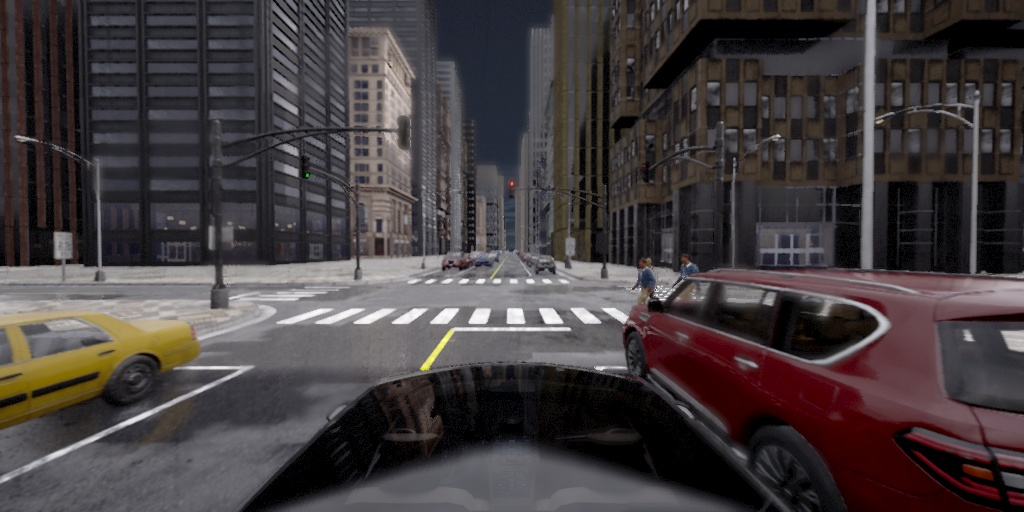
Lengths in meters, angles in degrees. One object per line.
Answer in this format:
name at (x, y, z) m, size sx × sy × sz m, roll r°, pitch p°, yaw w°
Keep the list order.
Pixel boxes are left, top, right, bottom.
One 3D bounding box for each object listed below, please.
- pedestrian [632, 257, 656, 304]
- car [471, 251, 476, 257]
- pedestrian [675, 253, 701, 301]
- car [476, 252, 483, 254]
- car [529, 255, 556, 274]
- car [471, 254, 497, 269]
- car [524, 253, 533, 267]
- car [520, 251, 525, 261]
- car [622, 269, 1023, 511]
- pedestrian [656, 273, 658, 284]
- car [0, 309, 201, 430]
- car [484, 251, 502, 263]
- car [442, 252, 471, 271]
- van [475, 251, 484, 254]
pedestrian at (3.665, 0.904, 9.971) m, size 0.375 × 1.860 × 0.375 m, roll 0°, pitch 1°, yaw 0°
car at (-5.761, 0.512, 41.983) m, size 1.967 × 1.591 × 4.097 m, roll 0°, pitch 0°, yaw 0°
pedestrian at (4.599, 0.759, 9.360) m, size 0.375 × 1.860 × 0.375 m, roll 0°, pitch 1°, yaw 0°
car at (-5.761, 0.467, 53.262) m, size 1.802 × 1.307 × 4.207 m, roll 0°, pitch 0°, yaw 0°
car at (2.764, 0.811, 30.712) m, size 2.007 × 1.370 × 4.403 m, roll 0°, pitch 0°, yaw 0°
car at (-3.089, 0.698, 40.453) m, size 1.895 × 1.301 × 4.718 m, roll 0°, pitch 1°, yaw 0°
car at (2.764, 0.622, 41.991) m, size 2.007 × 1.370 × 4.403 m, roll 0°, pitch 0°, yaw 0°
car at (2.765, 0.231, 58.910) m, size 1.967 × 1.591 × 4.097 m, roll 0°, pitch 0°, yaw 0°
car at (2.763, 1.030, 3.742) m, size 2.192 × 1.841 × 5.009 m, roll 0°, pitch 0°, yaw 0°
pedestrian at (4.054, 0.894, 10.571) m, size 0.375 × 1.860 × 0.375 m, roll 0°, pitch 1°, yaw 0°
car at (-5.763, 1.241, 3.562) m, size 1.751 × 1.417 × 4.829 m, roll 0°, pitch 0°, yaw 0°
car at (-3.050, 0.345, 57.232) m, size 1.812 × 1.442 × 4.674 m, roll 0°, pitch 1°, yaw 0°
car at (-5.761, 0.481, 36.342) m, size 2.192 × 1.841 × 5.009 m, roll 0°, pitch 0°, yaw 0°
van at (-5.760, 0.132, 58.902) m, size 1.690 × 1.789 × 3.998 m, roll 0°, pitch 0°, yaw 0°
